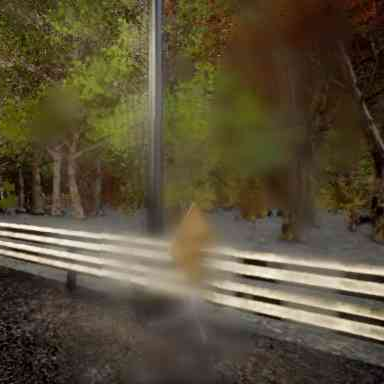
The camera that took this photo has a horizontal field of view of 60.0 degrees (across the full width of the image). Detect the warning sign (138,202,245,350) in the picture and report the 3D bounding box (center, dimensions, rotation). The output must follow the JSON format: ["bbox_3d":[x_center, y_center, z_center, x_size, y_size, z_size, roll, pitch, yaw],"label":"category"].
[{"bbox_3d":[0.032,1.107,5.120,1.060,1.860,1.300,-1,0,35],"label":"warning sign"}]
